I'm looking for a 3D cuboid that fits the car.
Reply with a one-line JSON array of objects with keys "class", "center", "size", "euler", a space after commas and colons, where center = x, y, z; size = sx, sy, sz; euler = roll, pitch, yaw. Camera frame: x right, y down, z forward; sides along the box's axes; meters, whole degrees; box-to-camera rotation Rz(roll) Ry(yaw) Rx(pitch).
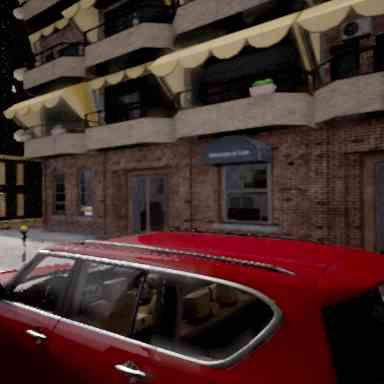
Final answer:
[{"class": "car", "center": [-0.572, 1.315, 3.298], "size": [5.009, 1.841, 2.192], "euler": [0, -1, 36]}]
